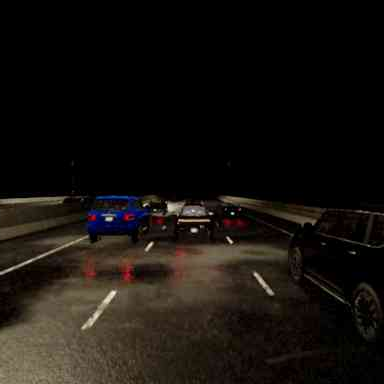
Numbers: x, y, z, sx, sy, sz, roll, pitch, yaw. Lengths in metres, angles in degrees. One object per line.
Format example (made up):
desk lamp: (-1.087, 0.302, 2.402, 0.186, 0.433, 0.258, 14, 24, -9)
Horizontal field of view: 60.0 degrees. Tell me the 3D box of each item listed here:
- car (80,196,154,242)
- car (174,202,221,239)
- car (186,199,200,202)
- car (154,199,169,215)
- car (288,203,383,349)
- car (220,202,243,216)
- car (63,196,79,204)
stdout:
car: (-3.405, 1.211, 16.340, 2.150, 2.045, 5.566, 0, 0, 0)
car: (0.094, 1.481, 17.169, 2.128, 1.511, 4.902, 0, 0, 0)
car: (0.089, 1.481, 33.098, 1.837, 1.490, 4.892, 0, 0, 0)
car: (-3.412, 1.468, 33.003, 2.128, 1.511, 4.902, 0, 0, 0)
car: (3.592, 1.217, 6.384, 2.150, 2.045, 5.566, 0, 0, 0)
car: (3.590, 1.578, 31.636, 1.895, 1.301, 4.718, 0, 0, 0)
car: (-21.050, 1.447, 58.567, 2.128, 1.511, 4.902, 0, 0, 1)
